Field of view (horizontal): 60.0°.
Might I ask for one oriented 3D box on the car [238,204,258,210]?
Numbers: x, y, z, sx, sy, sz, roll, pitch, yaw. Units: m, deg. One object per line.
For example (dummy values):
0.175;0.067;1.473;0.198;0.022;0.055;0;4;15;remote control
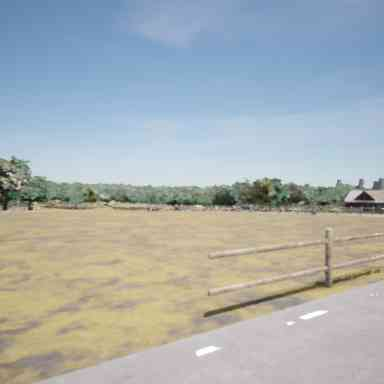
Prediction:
12.134;3.311;71.882;2.128;1.511;4.902;2;-3;-35;car
